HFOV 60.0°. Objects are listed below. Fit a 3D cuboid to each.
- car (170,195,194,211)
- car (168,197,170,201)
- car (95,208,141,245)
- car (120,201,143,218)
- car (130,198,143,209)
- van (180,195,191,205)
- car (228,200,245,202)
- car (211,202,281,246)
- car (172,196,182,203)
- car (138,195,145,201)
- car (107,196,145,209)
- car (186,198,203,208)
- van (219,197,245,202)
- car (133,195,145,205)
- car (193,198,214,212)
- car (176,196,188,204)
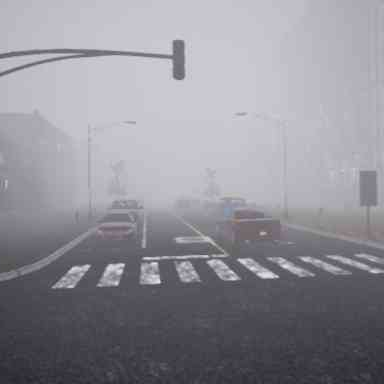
[{"bbox_3d":[-1.268,1.558,42.068,2.128,1.511,4.902,-1,0,-8],"label":"car"},{"bbox_3d":[-5.799,1.721,94.095,1.752,1.417,4.829,0,0,-8],"label":"car"},{"bbox_3d":[-3.496,1.642,15.792,1.802,1.307,4.206,0,0,-8],"label":"car"},{"bbox_3d":[-5.764,1.661,32.290,2.008,1.369,4.403,0,0,-8],"label":"car"},{"bbox_3d":[-8.008,1.685,48.620,1.752,1.417,4.829,0,0,-8],"label":"car"},{"bbox_3d":[-1.242,1.432,60.931,1.690,1.788,3.998,0,0,-8],"label":"van"},{"bbox_3d":[4.026,1.500,22.603,1.752,1.417,4.829,0,0,-8],"label":"car"},{"bbox_3d":[2.406,1.463,15.323,1.882,1.535,5.008,-1,0,-8],"label":"car"},{"bbox_3d":[-3.509,1.709,77.428,1.947,1.339,4.313,0,0,-8],"label":"car"},{"bbox_3d":[-14.078,1.738,92.783,1.967,1.590,4.097,0,0,-8],"label":"car"},{"bbox_3d":[-4.254,1.392,21.292,2.192,1.841,5.009,0,0,-8],"label":"car"},{"bbox_3d":[0.271,1.624,49.932,1.947,1.339,4.313,0,0,-8],"label":"car"},{"bbox_3d":[3.292,1.332,27.935,1.690,1.788,3.998,0,0,-8],"label":"van"},{"bbox_3d":[-10.300,1.526,65.286,2.192,1.841,5.009,0,0,-8],"label":"car"},{"bbox_3d":[1.782,1.575,38.933,2.008,1.369,4.403,0,0,-8],"label":"car"},{"bbox_3d":[-2.020,1.634,66.598,1.752,1.417,4.829,0,0,-8],"label":"car"}]
